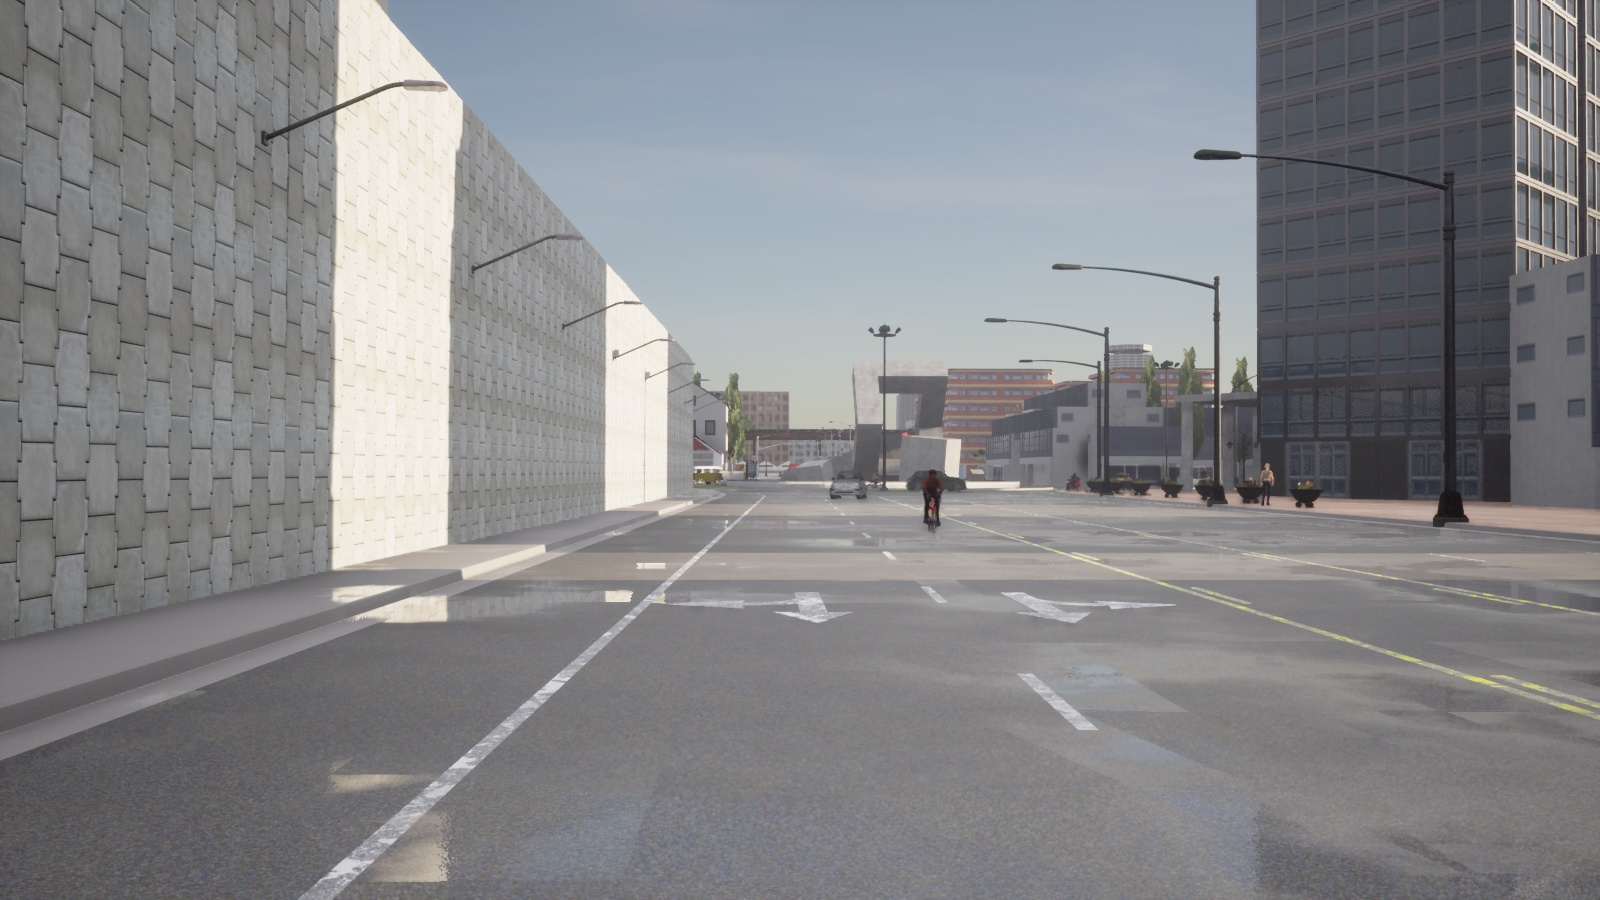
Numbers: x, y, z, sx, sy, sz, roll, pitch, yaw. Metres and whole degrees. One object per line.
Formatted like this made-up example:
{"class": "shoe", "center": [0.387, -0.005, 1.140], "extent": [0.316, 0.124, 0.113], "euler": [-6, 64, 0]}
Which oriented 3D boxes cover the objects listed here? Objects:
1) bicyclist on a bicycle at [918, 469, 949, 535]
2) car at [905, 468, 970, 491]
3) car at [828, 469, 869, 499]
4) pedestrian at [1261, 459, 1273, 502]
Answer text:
{"class": "bicyclist on a bicycle", "center": [3.364, 1.287, 31.792], "extent": [0.582, 1.620, 1.656], "euler": [0, -1, 0]}
{"class": "car", "center": [10.490, 2.236, 95.830], "extent": [4.553, 1.767, 2.097], "euler": [0, -1, -7]}
{"class": "car", "center": [2.759, 1.888, 70.830], "extent": [1.851, 1.617, 3.988], "euler": [0, -1, 9]}
{"class": "pedestrian", "center": [20.104, 1.294, 54.018], "extent": [0.345, 1.836, 0.594], "euler": [-1, -1, 32]}
